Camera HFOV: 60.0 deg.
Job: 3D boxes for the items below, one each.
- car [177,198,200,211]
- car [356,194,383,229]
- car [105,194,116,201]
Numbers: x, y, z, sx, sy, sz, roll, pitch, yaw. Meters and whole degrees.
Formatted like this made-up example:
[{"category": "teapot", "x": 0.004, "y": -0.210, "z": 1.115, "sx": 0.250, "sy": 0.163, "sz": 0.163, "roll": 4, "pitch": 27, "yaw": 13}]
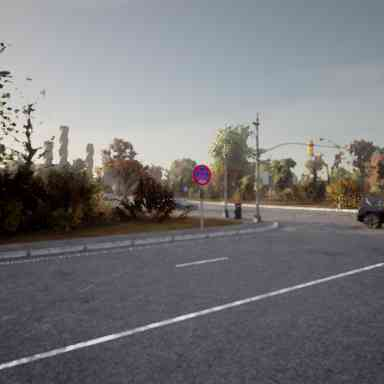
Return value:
[{"category": "car", "x": -1.246, "y": 1.438, "z": 39.360, "sx": 2.033, "sy": 1.411, "sz": 5.357, "roll": 0, "pitch": 0, "yaw": -32}, {"category": "car", "x": 11.986, "y": 1.162, "z": 18.276, "sx": 2.150, "sy": 2.045, "sz": 5.566, "roll": 0, "pitch": 0, "yaw": -32}, {"category": "car", "x": -15.019, "y": 1.072, "z": 61.303, "sx": 2.033, "sy": 1.411, "sz": 5.357, "roll": 0, "pitch": 1, "yaw": -36}]
